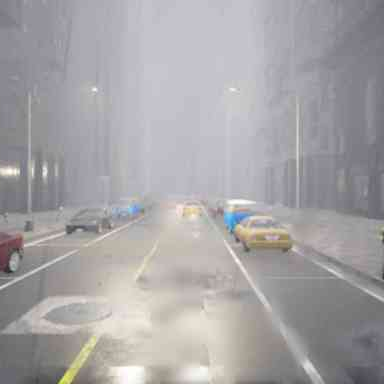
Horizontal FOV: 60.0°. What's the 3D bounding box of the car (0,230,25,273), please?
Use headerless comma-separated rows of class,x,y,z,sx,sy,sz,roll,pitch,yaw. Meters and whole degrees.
car,-5.765,1.559,7.958,1.887,1.381,4.507,0,0,0

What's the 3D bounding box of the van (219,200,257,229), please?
van,2.759,1.377,19.244,1.690,1.788,3.998,0,0,0

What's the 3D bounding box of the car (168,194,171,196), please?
car,-5.767,1.567,64.325,1.967,1.590,4.097,0,0,0

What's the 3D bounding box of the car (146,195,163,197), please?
car,-5.767,1.408,47.415,2.192,1.841,5.009,0,0,0

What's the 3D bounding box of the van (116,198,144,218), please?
van,-5.767,1.400,30.505,1.690,1.788,3.998,0,0,0

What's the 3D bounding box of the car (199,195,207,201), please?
car,2.757,1.614,86.879,1.967,1.590,4.097,0,0,0

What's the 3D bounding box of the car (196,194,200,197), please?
car,0.005,1.617,61.628,2.128,1.511,4.902,0,0,0

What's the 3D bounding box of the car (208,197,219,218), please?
car,2.759,1.498,30.517,1.967,1.590,4.097,0,0,0

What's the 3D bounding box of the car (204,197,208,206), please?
car,2.759,1.632,41.789,2.008,1.369,4.403,0,0,0

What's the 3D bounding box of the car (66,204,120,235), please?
car,-5.766,1.602,19.231,1.947,1.339,4.313,0,0,0

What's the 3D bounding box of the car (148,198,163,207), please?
car,-5.766,1.649,53.051,1.887,1.381,4.507,0,0,0

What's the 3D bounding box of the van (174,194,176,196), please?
van,-5.768,1.515,86.872,1.690,1.788,3.998,0,0,0

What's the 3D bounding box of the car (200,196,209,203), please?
car,2.758,1.716,75.607,1.947,1.339,4.313,0,0,0

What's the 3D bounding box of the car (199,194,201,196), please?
car,2.758,1.442,64.335,2.192,1.841,5.009,0,0,0

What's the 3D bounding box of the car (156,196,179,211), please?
car,-3.002,1.566,41.732,1.882,1.535,5.008,0,0,0

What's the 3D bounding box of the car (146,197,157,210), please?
car,-5.766,1.647,41.778,1.947,1.339,4.313,0,0,0

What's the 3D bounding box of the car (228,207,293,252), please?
car,2.759,1.550,13.778,1.752,1.417,4.829,0,0,0

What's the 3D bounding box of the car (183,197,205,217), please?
car,0.038,1.524,32.457,1.801,1.575,5.366,0,0,1

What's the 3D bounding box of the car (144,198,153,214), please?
car,-5.766,1.636,36.141,1.947,1.339,4.313,0,0,0

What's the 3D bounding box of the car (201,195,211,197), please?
car,2.758,1.544,53.061,1.967,1.590,4.097,0,0,0

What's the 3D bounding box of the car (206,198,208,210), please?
car,2.759,1.595,36.323,1.752,1.417,4.829,0,0,0

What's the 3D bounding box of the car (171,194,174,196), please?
car,-5.767,1.591,75.599,1.967,1.590,4.097,0,0,0
